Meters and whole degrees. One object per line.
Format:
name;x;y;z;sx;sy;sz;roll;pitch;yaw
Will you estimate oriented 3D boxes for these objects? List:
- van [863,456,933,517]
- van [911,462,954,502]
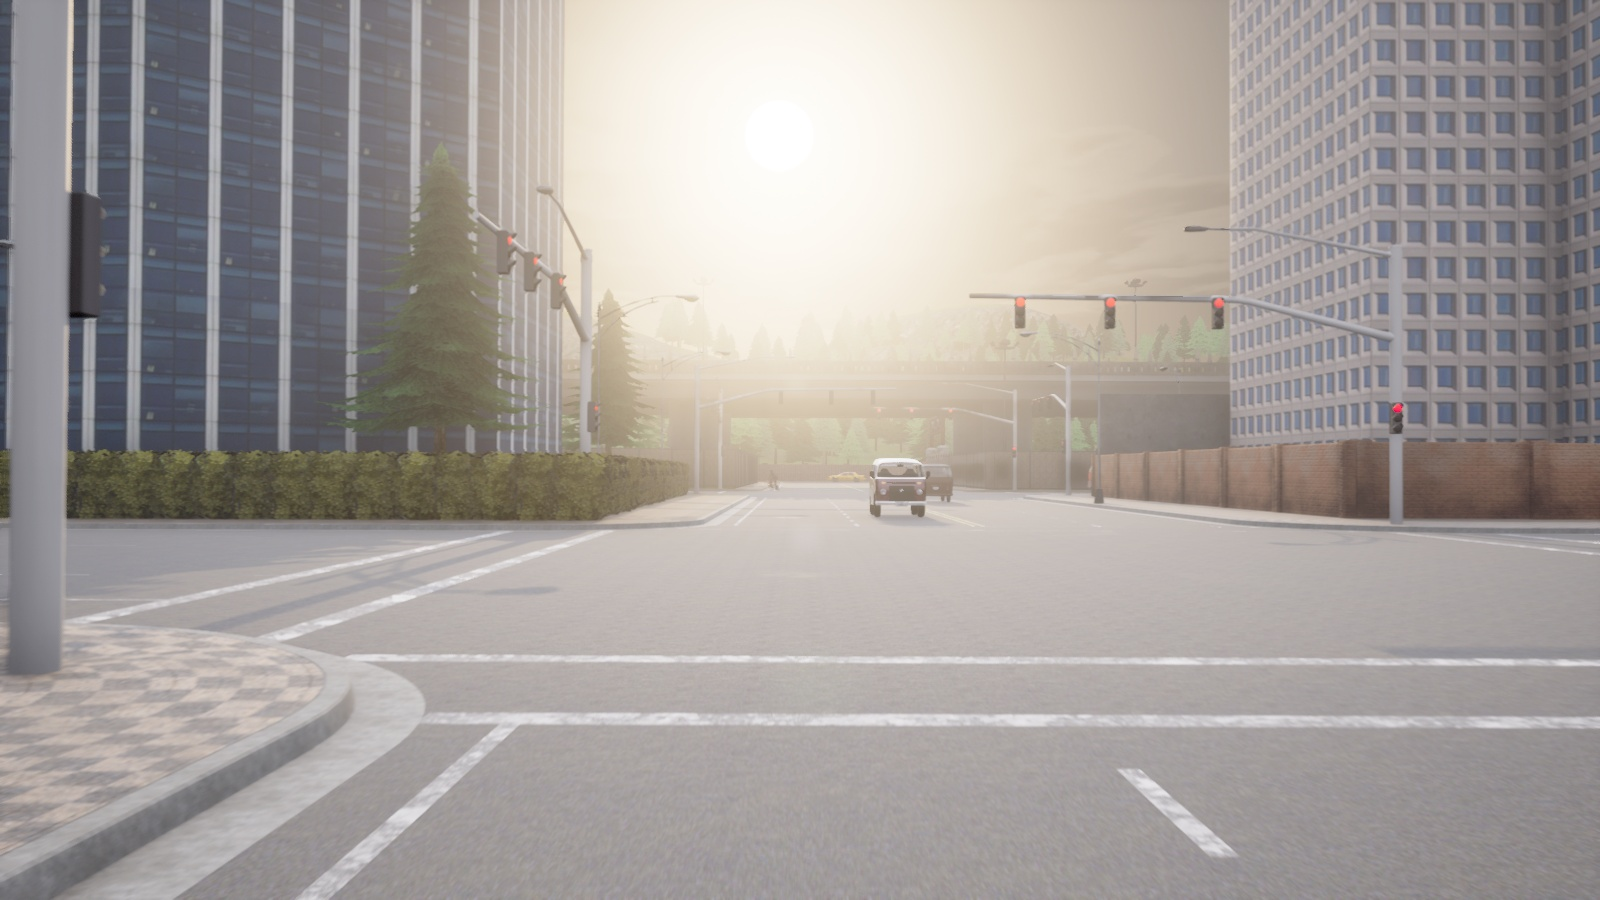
van;3.391;1.265;44.257;2.069;2.038;4.480;0;-1;0
van;6.840;1.634;65.316;1.775;1.987;4.442;0;-1;0
